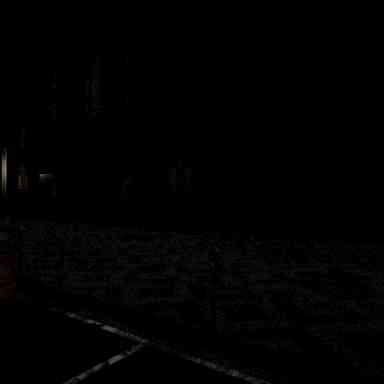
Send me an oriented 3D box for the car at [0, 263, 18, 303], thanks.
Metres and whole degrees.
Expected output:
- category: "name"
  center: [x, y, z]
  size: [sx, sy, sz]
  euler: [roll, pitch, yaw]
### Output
- category: "car"
  center: [-5.461, 1.526, 6.877]
  size: [4.829, 1.417, 1.752]
  euler: [0, 0, 36]
